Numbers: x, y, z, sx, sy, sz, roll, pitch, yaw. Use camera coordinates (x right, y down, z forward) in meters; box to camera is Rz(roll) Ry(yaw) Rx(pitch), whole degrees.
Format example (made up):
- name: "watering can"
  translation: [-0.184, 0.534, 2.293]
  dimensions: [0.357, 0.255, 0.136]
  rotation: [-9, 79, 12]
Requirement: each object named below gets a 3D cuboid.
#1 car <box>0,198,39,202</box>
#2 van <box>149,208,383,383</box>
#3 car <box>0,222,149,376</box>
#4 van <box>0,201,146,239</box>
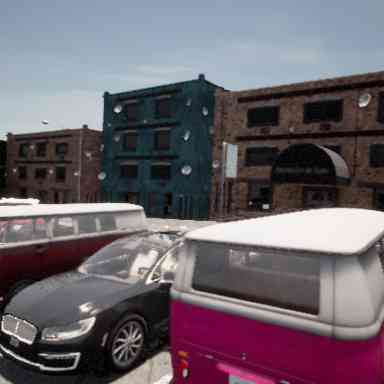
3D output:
- name: "car"
  translation: [-7.532, 1.256, 10.746]
  dimensions: [2.435, 2.045, 5.566]
  rotation: [0, 0, 36]
- name: "van"
  translation: [1.677, 1.257, 4.345]
  dimensions: [1.878, 1.987, 4.442]
  rotation: [0, 0, 36]
- name: "car"
  translation: [-0.668, 1.490, 5.886]
  dimensions: [2.231, 1.521, 4.892]
  rotation: [0, 0, 36]
- name: "van"
  translation: [-3.020, 1.269, 7.416]
  dimensions: [1.878, 1.987, 4.442]
  rotation: [0, 0, 36]
